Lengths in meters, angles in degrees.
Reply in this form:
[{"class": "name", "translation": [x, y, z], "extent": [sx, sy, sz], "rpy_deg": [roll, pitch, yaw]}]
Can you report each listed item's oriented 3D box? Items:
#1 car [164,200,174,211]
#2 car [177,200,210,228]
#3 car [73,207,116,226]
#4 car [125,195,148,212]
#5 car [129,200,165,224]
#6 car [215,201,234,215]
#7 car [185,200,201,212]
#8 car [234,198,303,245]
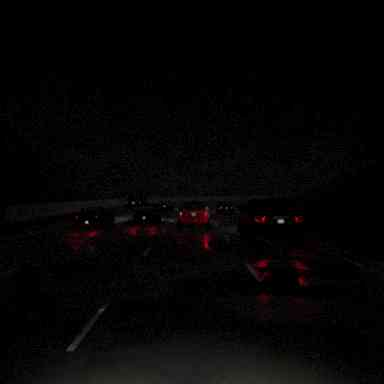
[{"class": "car", "translation": [-3.393, 1.758, 43.131], "extent": [1.994, 1.385, 4.181], "rpy_deg": [0, 0, 0]}, {"class": "car", "translation": [0.101, 1.457, 23.160], "extent": [2.097, 1.767, 4.553], "rpy_deg": [0, 0, 0]}, {"class": "car", "translation": [-6.901, 1.710, 24.048], "extent": [1.895, 1.301, 4.718], "rpy_deg": [0, 0, 0]}, {"class": "car", "translation": [-6.899, 1.410, 41.758], "extent": [2.150, 2.045, 5.566], "rpy_deg": [0, 0, 0]}, {"class": "car", "translation": [-3.399, 1.643, 25.907], "extent": [1.812, 1.442, 4.674], "rpy_deg": [0, 0, 0]}, {"class": "car", "translation": [3.601, 1.714, 36.963], "extent": [2.033, 1.411, 5.357], "rpy_deg": [0, 0, 0]}, {"class": "car", "translation": [0.103, 1.757, 42.924], "extent": [1.994, 1.385, 4.181], "rpy_deg": [0, 0, 0]}, {"class": "car", "translation": [3.601, 1.294, 16.151], "extent": [2.150, 2.045, 5.566], "rpy_deg": [0, 0, 0]}]
